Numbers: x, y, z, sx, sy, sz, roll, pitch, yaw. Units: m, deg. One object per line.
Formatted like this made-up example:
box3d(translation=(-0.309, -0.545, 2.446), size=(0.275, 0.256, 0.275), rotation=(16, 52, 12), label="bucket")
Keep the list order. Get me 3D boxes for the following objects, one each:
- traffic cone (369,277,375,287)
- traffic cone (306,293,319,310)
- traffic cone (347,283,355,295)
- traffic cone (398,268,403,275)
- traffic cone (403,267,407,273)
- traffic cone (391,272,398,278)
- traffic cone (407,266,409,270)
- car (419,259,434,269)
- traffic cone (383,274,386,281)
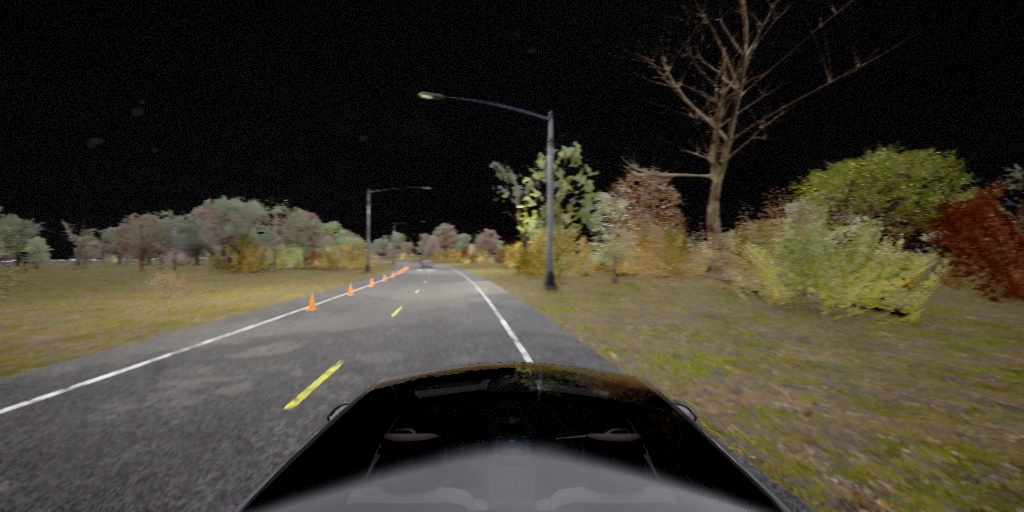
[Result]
box3d(translation=(-8.972, 1.667, 22.928), size=(0.340, 0.580, 0.340), rotation=(0, 0, -10), label="traffic cone")
box3d(translation=(-7.323, 1.664, 13.137), size=(0.340, 0.580, 0.340), rotation=(0, 0, -9), label="traffic cone")
box3d(translation=(-8.120, 1.664, 18.038), size=(0.340, 0.580, 0.340), rotation=(0, 0, -10), label="traffic cone")
box3d(translation=(-11.859, 1.686, 37.539), size=(0.340, 0.580, 0.340), rotation=(0, 0, -12), label="traffic cone")
box3d(translation=(-12.932, 1.694, 42.386), size=(0.340, 0.580, 0.340), rotation=(0, 0, -13), label="traffic cone")
box3d(translation=(-10.842, 1.679, 32.680), size=(0.340, 0.580, 0.340), rotation=(0, 0, -12), label="traffic cone")
box3d(translation=(-14.059, 1.702, 47.221), size=(0.340, 0.580, 0.340), rotation=(0, 0, -13), label="traffic cone")
box3d(translation=(-13.166, 1.282, 55.303), size=(1.837, 1.490, 4.892), rotation=(0, 0, -15), label="car")
box3d(translation=(-9.879, 1.672, 27.810), size=(0.340, 0.580, 0.340), rotation=(0, 0, -11), label="traffic cone")
